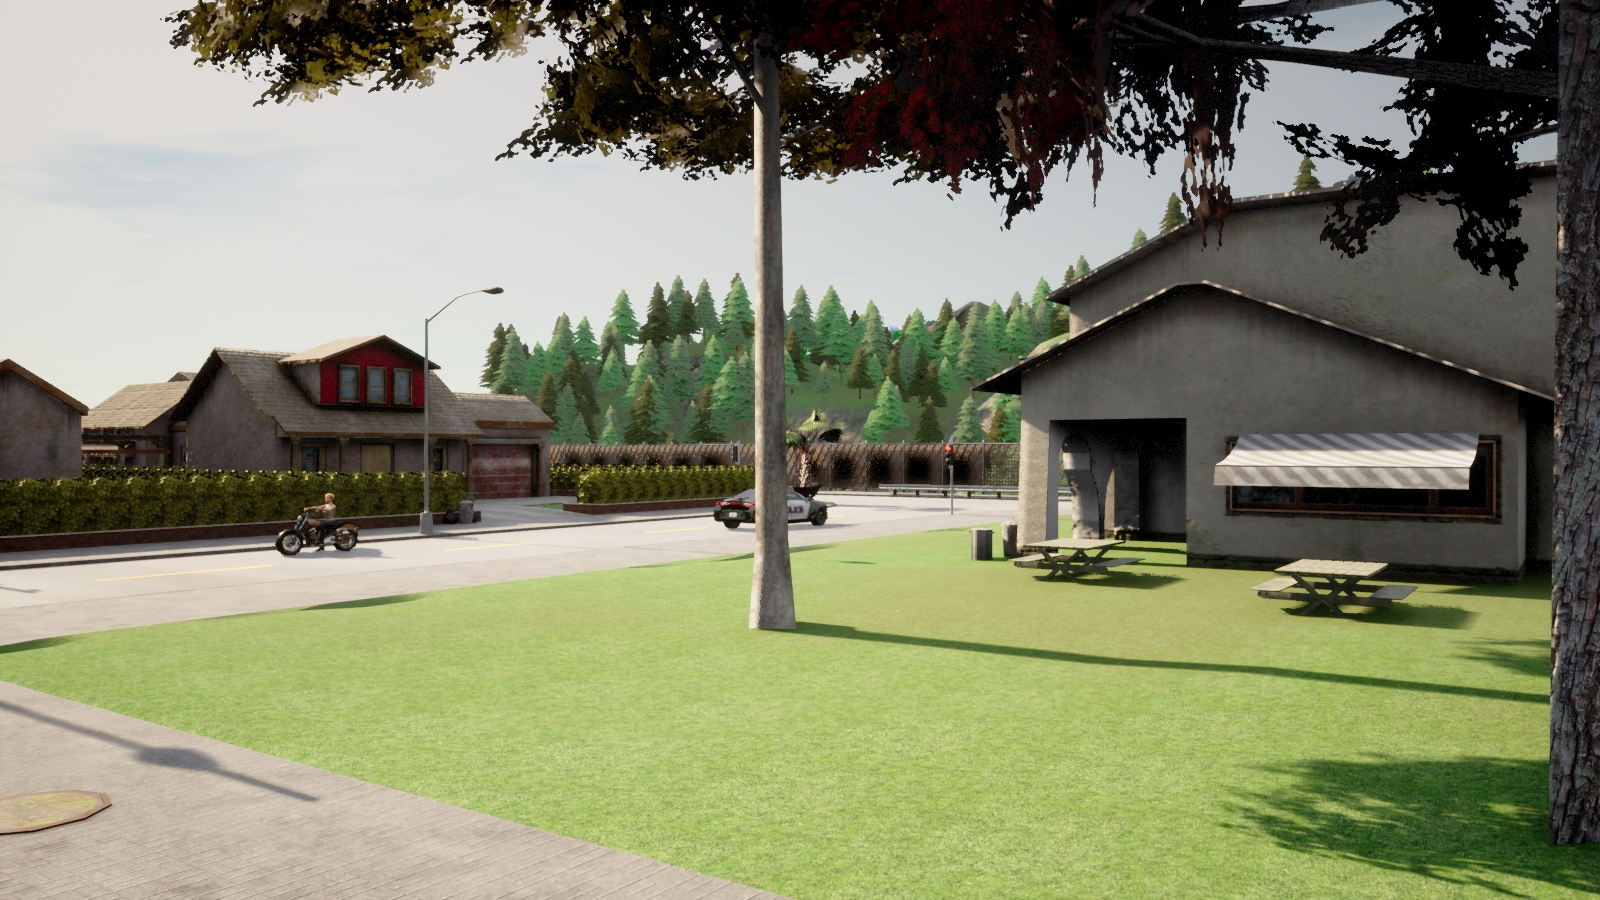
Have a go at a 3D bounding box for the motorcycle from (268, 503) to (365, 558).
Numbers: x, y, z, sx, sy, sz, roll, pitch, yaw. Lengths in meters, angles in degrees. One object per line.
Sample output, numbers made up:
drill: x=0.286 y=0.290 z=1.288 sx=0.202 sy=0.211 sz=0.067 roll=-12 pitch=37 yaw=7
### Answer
motorcycle: x=-13.052 y=2.155 z=30.913 sx=0.764 sy=1.307 sz=2.356 roll=0 pitch=0 yaw=35

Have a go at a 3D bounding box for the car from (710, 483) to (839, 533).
car: x=-0.850 y=2.038 z=41.431 sx=2.038 sy=1.542 sz=4.974 roll=0 pitch=0 yaw=37
